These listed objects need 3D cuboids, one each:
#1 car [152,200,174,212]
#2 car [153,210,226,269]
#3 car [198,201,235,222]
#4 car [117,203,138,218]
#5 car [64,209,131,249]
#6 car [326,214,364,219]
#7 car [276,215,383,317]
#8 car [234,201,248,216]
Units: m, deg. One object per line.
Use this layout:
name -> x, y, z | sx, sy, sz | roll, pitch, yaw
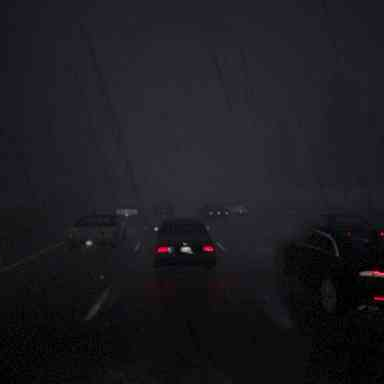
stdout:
car -> -3.022, 1.592, 34.258 | 1.882, 1.535, 5.008 | 0, 0, -10
car -> -0.319, 1.585, 11.346 | 2.033, 1.411, 5.357 | 0, 0, -4
car -> 1.643, 1.631, 27.213 | 2.033, 1.411, 5.357 | 0, 0, -8
car -> -6.048, 1.712, 31.305 | 1.895, 1.301, 4.718 | 0, 0, -9
car -> -4.087, 1.656, 14.889 | 1.895, 1.301, 4.718 | 0, 0, -4
car -> 6.440, 1.636, 14.899 | 1.895, 1.301, 4.718 | 0, 0, -4
car -> 3.340, 1.510, 7.507 | 2.128, 1.511, 4.902 | 0, 0, -2
car -> 4.206, 1.624, 33.509 | 1.812, 1.442, 4.674 | 0, 0, -9
